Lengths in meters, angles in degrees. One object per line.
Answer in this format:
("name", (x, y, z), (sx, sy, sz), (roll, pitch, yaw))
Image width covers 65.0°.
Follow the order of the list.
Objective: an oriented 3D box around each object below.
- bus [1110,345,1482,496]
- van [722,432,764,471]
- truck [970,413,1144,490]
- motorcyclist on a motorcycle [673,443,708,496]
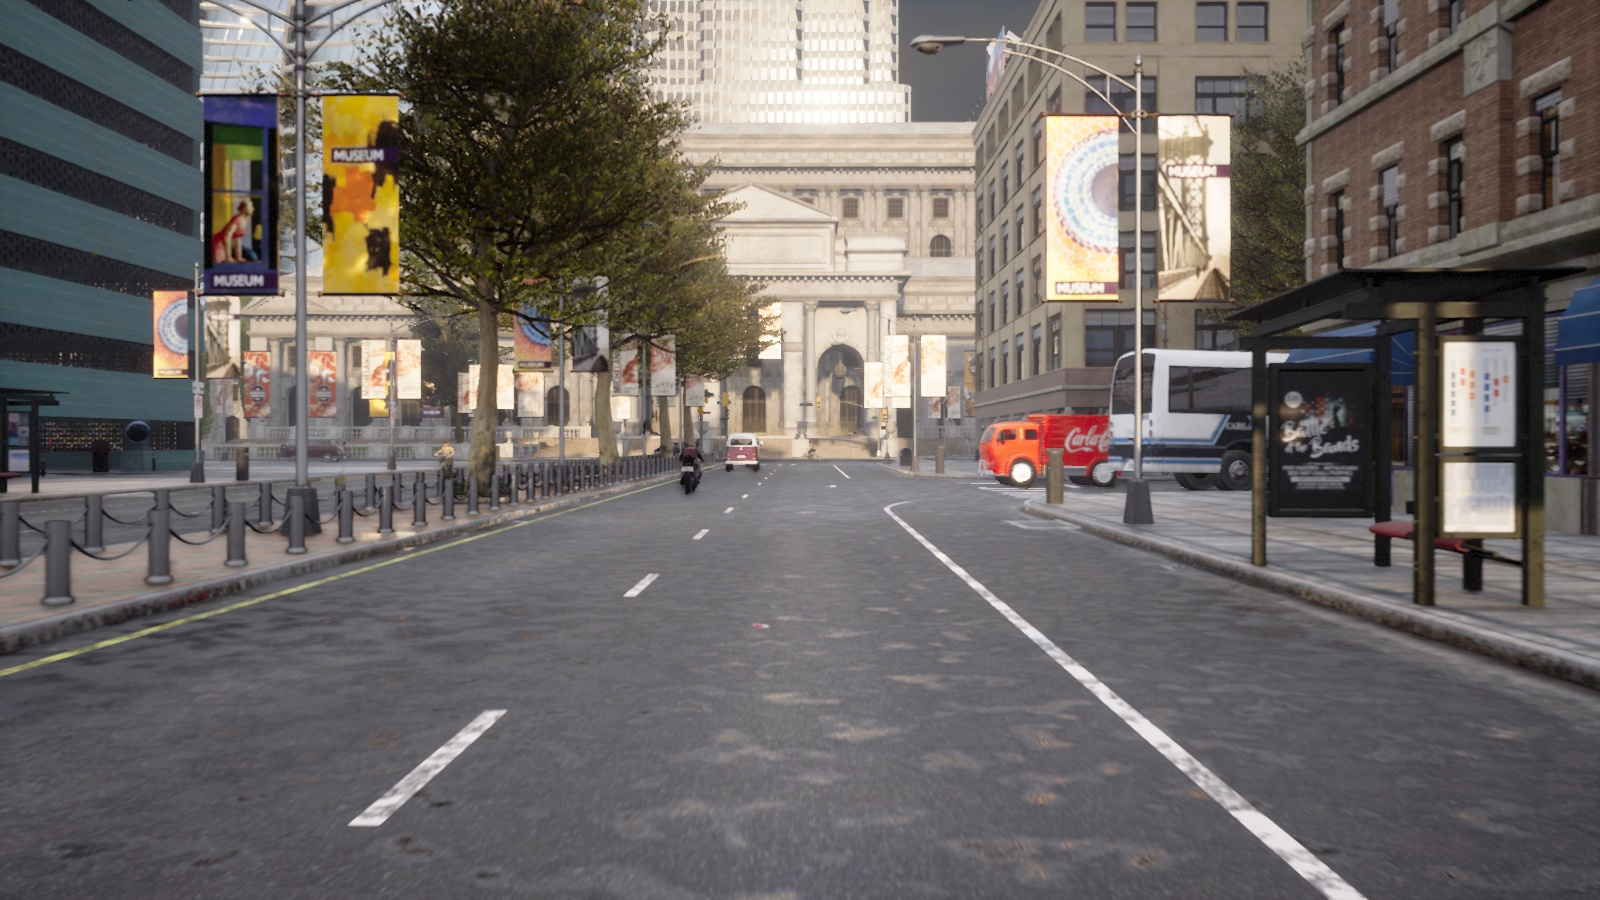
("bus", (15.394, -0.840, 39.337), (10.273, 4.253, 3.944), (1, 0, -11))
("van", (-3.096, 0.081, 68.648), (2.069, 2.038, 4.480), (0, 0, 0))
("truck", (8.640, 0.038, 42.544), (5.204, 2.467, 2.627), (1, 1, -5))
("motorcyclist on a motorcycle", (-3.272, 0.567, 37.648), (0.866, 1.530, 2.191), (0, 0, 0))
